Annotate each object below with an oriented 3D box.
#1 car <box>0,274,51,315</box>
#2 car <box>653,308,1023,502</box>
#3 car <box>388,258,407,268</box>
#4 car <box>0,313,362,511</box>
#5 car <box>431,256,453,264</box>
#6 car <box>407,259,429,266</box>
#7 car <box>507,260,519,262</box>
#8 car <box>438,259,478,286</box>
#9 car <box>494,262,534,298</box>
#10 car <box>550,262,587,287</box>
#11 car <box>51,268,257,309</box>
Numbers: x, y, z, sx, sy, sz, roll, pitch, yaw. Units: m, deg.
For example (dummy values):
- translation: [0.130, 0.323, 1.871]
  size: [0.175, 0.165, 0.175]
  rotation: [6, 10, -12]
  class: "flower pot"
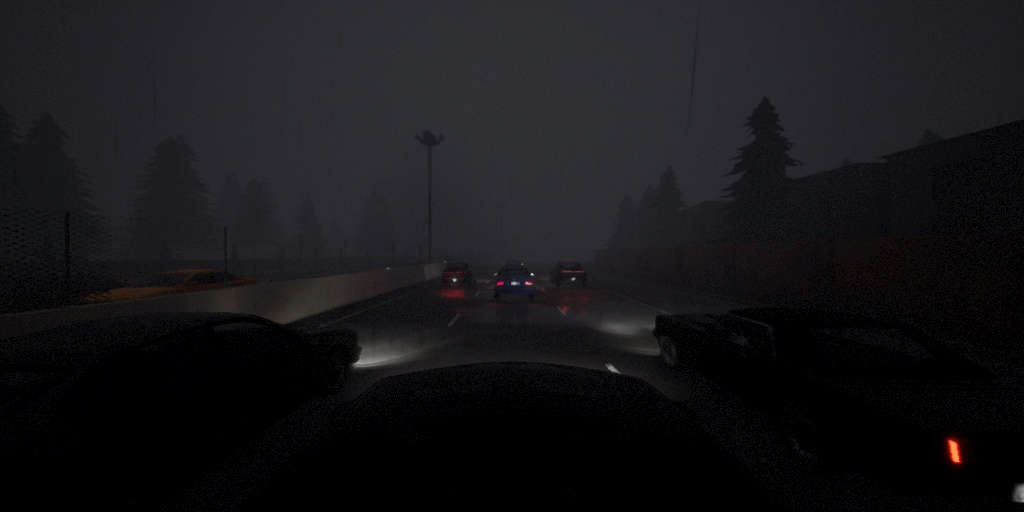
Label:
- translation: [-14.101, 1.249, 10.702]
  size: [2.033, 1.411, 5.357]
  rotation: [0, 0, 0]
  class: "car"
- translation: [3.600, 1.334, 4.692]
  size: [1.895, 1.301, 4.718]
  rotation: [0, 0, 0]
  class: "car"
- translation: [-16.868, 1.022, 53.688]
  size: [1.812, 1.442, 4.674]
  rotation: [0, 0, 6]
  class: "car"
- translation: [-3.400, 1.288, 3.470]
  size: [2.033, 1.411, 5.357]
  rotation: [0, 0, 0]
  class: "car"
- translation: [-9.908, 0.691, 52.937]
  size: [1.837, 1.490, 4.892]
  rotation: [0, 0, 6]
  class: "car"
- translation: [-13.391, 1.079, 53.284]
  size: [1.895, 1.301, 4.718]
  rotation: [0, 0, 6]
  class: "car"
- translation: [0.099, 1.111, 36.032]
  size: [2.033, 1.411, 5.357]
  rotation: [0, 0, 0]
  class: "car"
- translation: [-3.401, 1.136, 23.651]
  size: [1.837, 1.490, 4.892]
  rotation: [0, 0, 0]
  class: "car"
- translation: [0.102, 1.210, 17.796]
  size: [2.033, 1.411, 5.357]
  rotation: [0, 0, 0]
  class: "car"
- translation: [3.600, 1.124, 23.401]
  size: [2.128, 1.511, 4.902]
  rotation: [0, 0, 0]
  class: "car"
- translation: [-10.600, 1.174, 11.530]
  size: [1.882, 1.535, 5.008]
  rotation: [0, 0, 0]
  class: "car"
